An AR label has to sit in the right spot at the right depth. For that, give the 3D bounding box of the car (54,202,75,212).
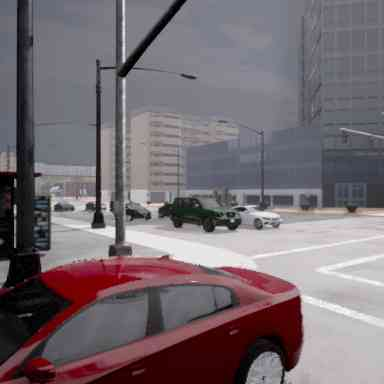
[{"bbox_3d":[-18.301,2.110,47.603,2.033,1.411,5.357,0,-1,-36],"label":"car"}]

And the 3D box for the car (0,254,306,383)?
[{"bbox_3d":[-0.974,1.477,3.299,5.008,1.535,1.882,0,0,-36],"label":"car"}]

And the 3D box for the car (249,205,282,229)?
[{"bbox_3d":[3.961,1.630,22.735,1.812,1.442,4.674,0,-1,-35],"label":"car"}]

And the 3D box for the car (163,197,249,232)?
[{"bbox_3d":[0.693,1.332,21.304,2.150,2.045,5.566,0,-1,-36],"label":"car"}]

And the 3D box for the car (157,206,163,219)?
[{"bbox_3d":[-1.454,1.738,30.280,1.812,1.442,4.674,0,0,-37],"label":"car"}]

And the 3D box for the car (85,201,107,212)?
[{"bbox_3d":[-13.608,2.006,47.048,2.128,1.511,4.902,0,-1,-35],"label":"car"}]

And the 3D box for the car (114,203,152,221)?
[{"bbox_3d":[-5.346,1.741,29.622,1.837,1.490,4.892,0,0,-36],"label":"car"}]
